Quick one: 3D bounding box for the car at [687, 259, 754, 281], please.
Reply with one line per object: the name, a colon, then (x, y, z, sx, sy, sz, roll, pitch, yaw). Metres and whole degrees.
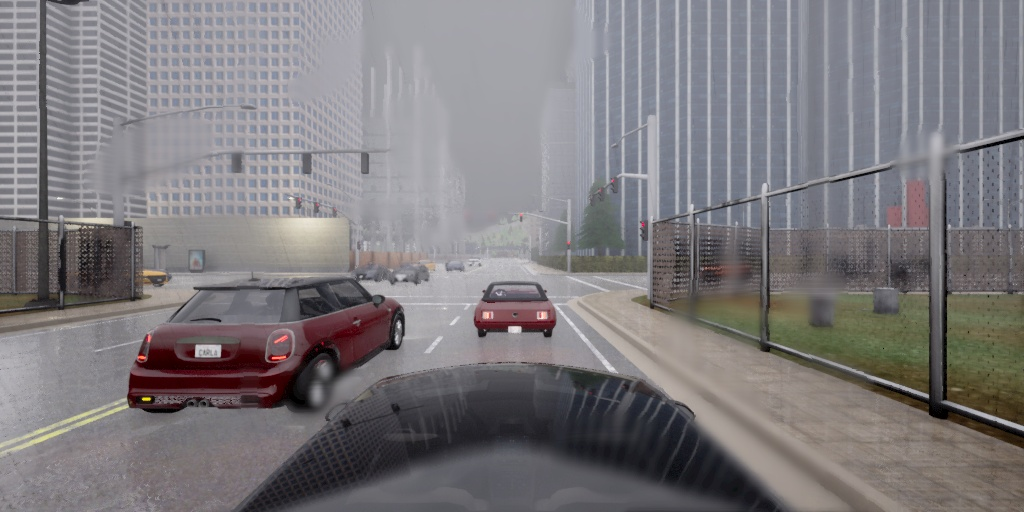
car: (16.588, 1.047, 28.723, 4.553, 1.767, 2.097, 0, 0, 0)

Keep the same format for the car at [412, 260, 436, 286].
car: (-7.105, 1.211, 25.292, 2.128, 1.511, 4.902, 0, 0, 0)

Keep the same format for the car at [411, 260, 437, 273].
car: (-10.609, 1.228, 43.660, 1.882, 1.535, 5.008, 0, 0, 0)

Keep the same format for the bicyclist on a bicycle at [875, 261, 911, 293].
bicyclist on a bicycle: (18.801, 0.995, 17.737, 0.582, 1.620, 1.656, 0, 0, 0)

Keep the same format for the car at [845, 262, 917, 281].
car: (29.506, 1.220, 28.686, 4.674, 1.442, 1.812, 0, 0, 0)

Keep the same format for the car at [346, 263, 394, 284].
car: (-10.605, 1.283, 27.162, 1.994, 1.385, 4.181, 0, 0, 0)

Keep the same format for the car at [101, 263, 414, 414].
car: (-3.443, 1.102, 6.207, 2.097, 1.767, 4.553, 0, 0, 0)

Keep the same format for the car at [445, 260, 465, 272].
car: (-7.092, 1.275, 45.128, 1.812, 1.442, 4.674, 0, 0, 0)

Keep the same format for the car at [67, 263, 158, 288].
car: (-23.730, 1.172, 21.601, 5.008, 1.535, 1.882, 0, 0, 0)

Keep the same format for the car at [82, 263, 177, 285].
car: (-26.675, 1.220, 25.107, 4.674, 1.442, 1.812, 0, 0, 0)

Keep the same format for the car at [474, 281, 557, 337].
car: (0.077, 1.351, 10.212, 1.895, 1.301, 4.718, 0, 0, 0)
